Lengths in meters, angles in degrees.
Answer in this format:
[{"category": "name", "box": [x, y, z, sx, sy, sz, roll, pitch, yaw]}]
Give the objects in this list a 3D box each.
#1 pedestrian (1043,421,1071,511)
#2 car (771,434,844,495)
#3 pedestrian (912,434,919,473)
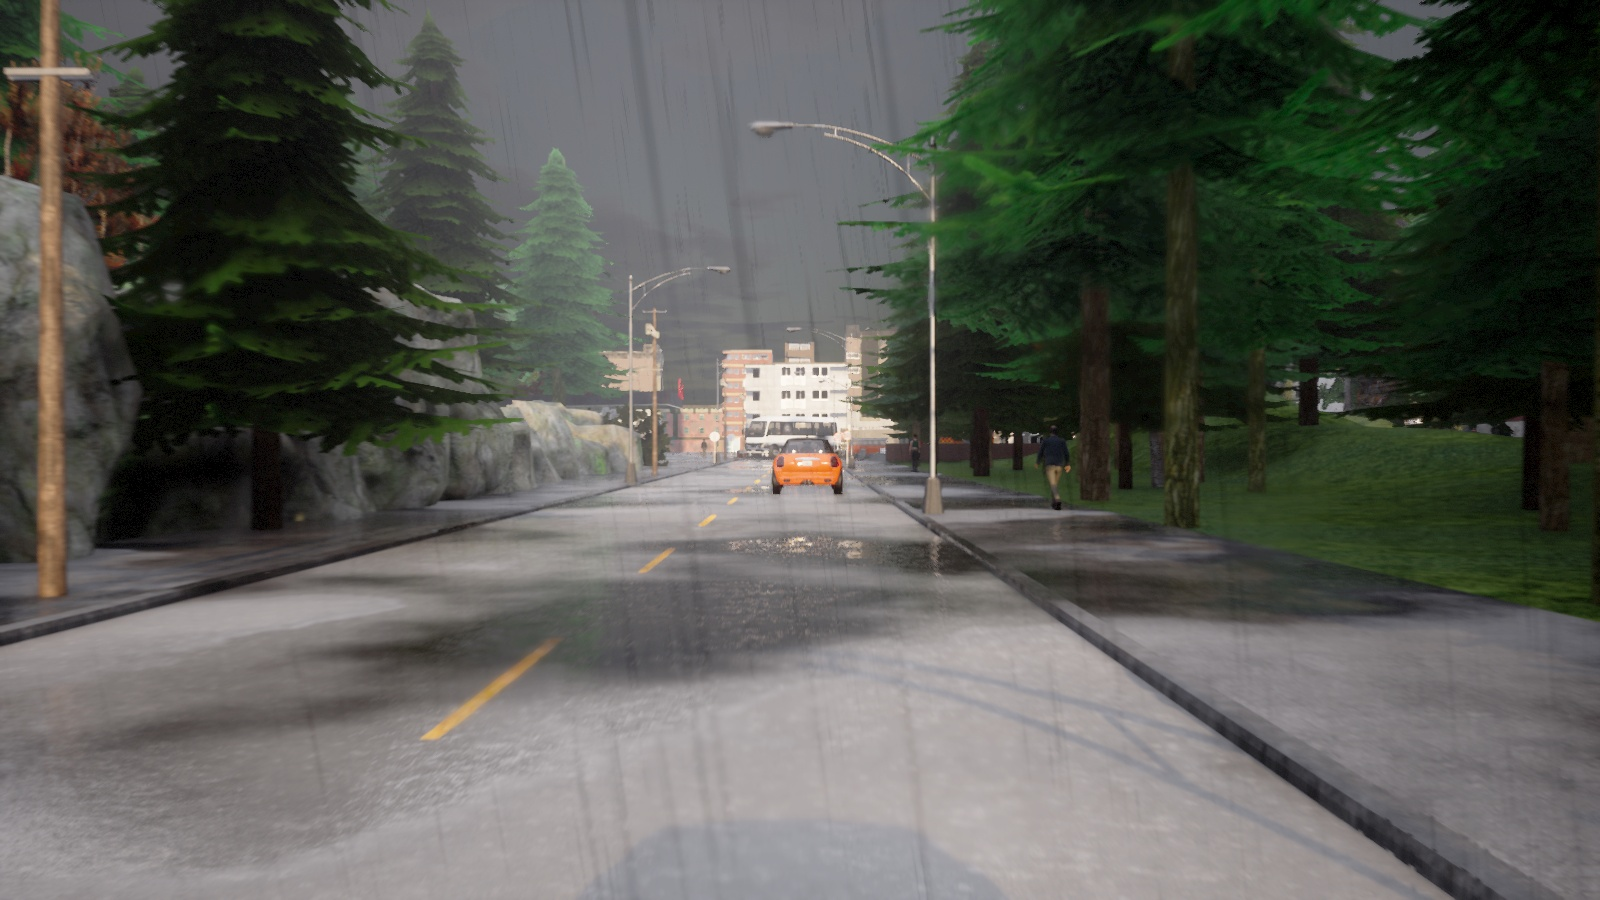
[{"category": "pedestrian", "box": [5.338, 0.325, 26.132, 0.402, 1.842, 0.726, 0, 0, -2]}, {"category": "car", "box": [0.224, 0.404, 38.640, 2.097, 1.767, 4.553, 0, 0, 0]}, {"category": "pedestrian", "box": [5.474, 0.151, 59.474, 0.345, 1.836, 0.594, 0, 0, 6]}]
